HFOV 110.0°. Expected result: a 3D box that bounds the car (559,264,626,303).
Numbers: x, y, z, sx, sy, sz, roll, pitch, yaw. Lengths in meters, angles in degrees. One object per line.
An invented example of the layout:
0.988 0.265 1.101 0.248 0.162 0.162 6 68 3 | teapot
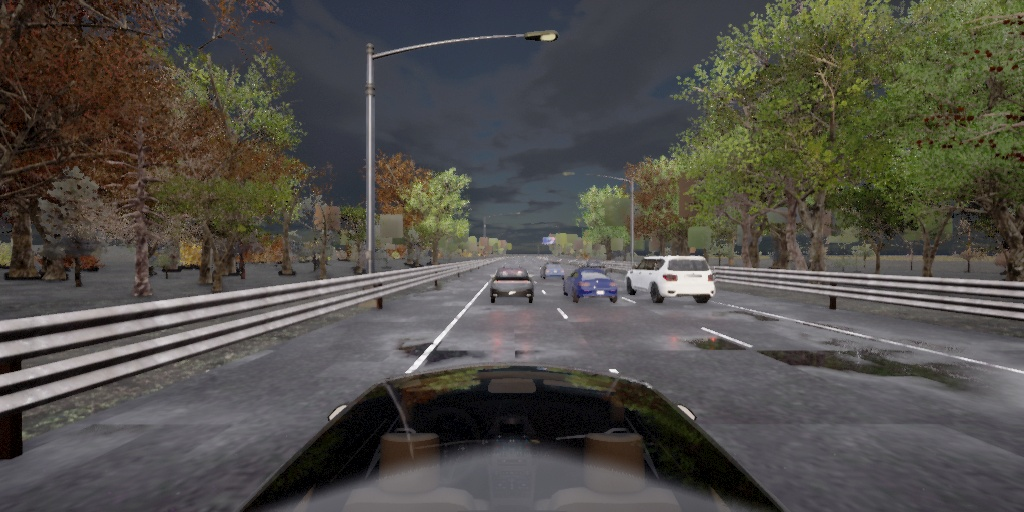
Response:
3.500 1.279 16.500 1.812 1.442 4.674 0 0 0 | car

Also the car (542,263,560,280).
3.500 1.303 31.500 2.033 1.411 5.357 0 0 0 | car

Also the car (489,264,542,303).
0.000 1.241 16.500 2.128 1.511 4.902 0 0 0 | car

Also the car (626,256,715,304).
7.000 1.004 16.530 2.150 2.045 5.566 0 0 0 | car

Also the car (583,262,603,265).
7.000 1.236 31.500 2.128 1.511 4.902 0 0 0 | car
